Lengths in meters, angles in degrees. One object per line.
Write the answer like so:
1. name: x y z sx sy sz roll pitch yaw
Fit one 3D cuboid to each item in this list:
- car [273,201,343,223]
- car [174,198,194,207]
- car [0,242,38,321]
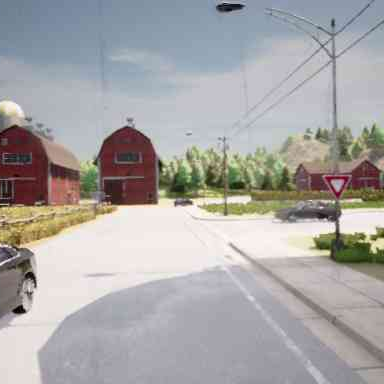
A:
1. car: 8.455 1.422 24.364 4.902 1.511 2.128 -1 0 -6
2. car: -1.438 1.749 57.564 1.812 1.442 4.674 -1 0 31
3. car: -3.955 1.588 5.003 2.128 1.511 4.902 -1 0 -5
